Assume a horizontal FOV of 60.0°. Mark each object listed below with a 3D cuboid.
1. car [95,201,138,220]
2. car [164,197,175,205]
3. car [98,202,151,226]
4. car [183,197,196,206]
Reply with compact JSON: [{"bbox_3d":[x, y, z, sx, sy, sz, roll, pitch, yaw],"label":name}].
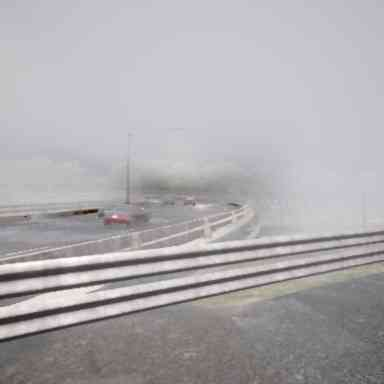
[{"bbox_3d":[-6.535,1.556,29.268,1.994,1.385,4.181,0,0,13],"label":"car"},{"bbox_3d":[-4.104,1.626,60.720,1.994,1.385,4.181,0,0,-4],"label":"car"},{"bbox_3d":[-4.424,1.564,23.377,1.994,1.385,4.181,0,0,16],"label":"car"},{"bbox_3d":[-0.372,1.613,56.388,1.812,1.442,4.674,1,0,-1],"label":"car"}]
